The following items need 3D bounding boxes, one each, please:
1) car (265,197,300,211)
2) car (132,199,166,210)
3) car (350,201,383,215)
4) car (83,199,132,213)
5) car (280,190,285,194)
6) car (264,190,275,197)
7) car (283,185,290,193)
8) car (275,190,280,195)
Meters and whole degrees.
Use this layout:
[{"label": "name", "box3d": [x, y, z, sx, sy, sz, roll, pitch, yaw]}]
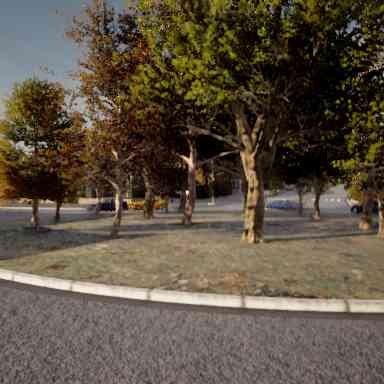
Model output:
[{"label": "car", "box3d": [11.947, 1.748, 44.731, 5.357, 1.411, 2.033, 0, 0, 24]}, {"label": "car", "box3d": [-5.803, 1.574, 44.105, 5.008, 1.535, 1.882, 0, 0, -22]}, {"label": "car", "box3d": [19.358, 1.713, 35.539, 1.837, 1.490, 4.892, 0, 0, -26]}, {"label": "car", "box3d": [-9.736, 1.527, 37.683, 5.008, 1.535, 1.882, 0, -1, -40]}, {"label": "car", "box3d": [21.714, -0.154, 85.576, 1.946, 1.575, 5.366, 0, 3, 27]}, {"label": "car", "box3d": [16.714, 0.444, 75.742, 1.946, 1.575, 5.366, 0, 3, 27]}, {"label": "car", "box3d": [24.336, -0.714, 90.735, 2.435, 2.045, 5.566, 0, 3, 27]}, {"label": "car", "box3d": [19.218, 0.144, 80.656, 1.946, 1.575, 5.366, 0, 3, 27]}]
